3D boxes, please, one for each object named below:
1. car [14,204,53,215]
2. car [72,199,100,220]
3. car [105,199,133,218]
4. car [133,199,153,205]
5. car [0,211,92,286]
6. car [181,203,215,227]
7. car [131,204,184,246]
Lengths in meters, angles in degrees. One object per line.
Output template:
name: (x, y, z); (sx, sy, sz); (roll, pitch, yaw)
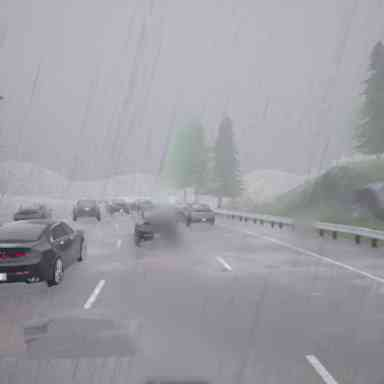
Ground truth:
car: (-10.729, 1.559, 22.575); (1.837, 1.490, 4.892); (0, 0, -17)
car: (-9.113, 1.401, 28.463); (2.097, 1.767, 4.553); (0, 0, -21)
car: (-7.839, 1.551, 34.545); (1.837, 1.490, 4.892); (0, 0, -24)
car: (-5.940, 1.531, 38.677); (2.128, 1.511, 4.902); (0, 0, -25)
car: (-4.297, 1.527, 9.354); (1.837, 1.490, 4.892); (0, 0, -7)
car: (0.119, 1.500, 22.729); (2.128, 1.511, 4.902); (0, 0, -14)
car: (-1.751, 1.518, 15.458); (1.837, 1.490, 4.892); (0, 0, -10)
